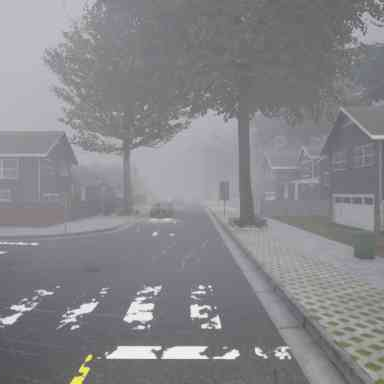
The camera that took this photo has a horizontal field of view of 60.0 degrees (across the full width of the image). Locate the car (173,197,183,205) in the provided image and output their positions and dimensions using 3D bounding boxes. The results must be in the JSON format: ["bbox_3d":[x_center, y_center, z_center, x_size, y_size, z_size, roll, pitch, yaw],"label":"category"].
[{"bbox_3d":[-2.429,1.420,54.167,1.895,1.301,4.718,0,0,0],"label":"car"}]

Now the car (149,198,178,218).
[{"bbox_3d":[-2.580,1.541,29.560,1.994,1.385,4.181,0,0,0],"label":"car"}]
